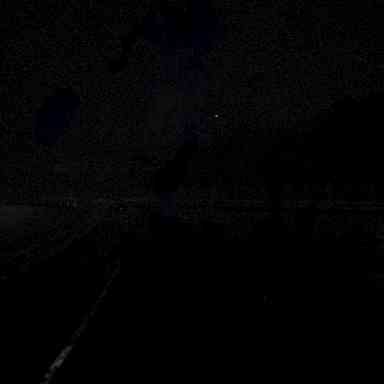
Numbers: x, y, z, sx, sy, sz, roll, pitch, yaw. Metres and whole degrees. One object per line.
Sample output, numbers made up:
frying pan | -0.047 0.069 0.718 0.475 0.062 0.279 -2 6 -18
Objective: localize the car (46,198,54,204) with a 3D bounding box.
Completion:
car | -34.583 2.242 81.290 4.674 1.442 1.812 -1 0 39

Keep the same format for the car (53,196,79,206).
car | -25.728 2.103 67.817 2.033 1.411 5.357 0 0 -43

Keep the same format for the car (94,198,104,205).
car | -20.225 2.041 72.146 1.812 1.442 4.674 0 0 -43

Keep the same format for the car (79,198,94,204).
car | -23.401 2.072 70.453 2.128 1.511 4.902 0 0 -43

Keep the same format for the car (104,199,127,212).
car | -9.791 1.791 43.462 1.837 1.490 4.892 0 0 -25

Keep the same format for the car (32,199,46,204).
car | -37.268 2.335 78.973 4.718 1.301 1.895 -1 0 39

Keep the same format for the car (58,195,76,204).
car | -31.364 1.915 83.523 2.150 2.045 5.566 0 0 -44

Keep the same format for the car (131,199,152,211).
car | -6.936 1.752 45.593 2.128 1.511 4.902 -1 0 -25
